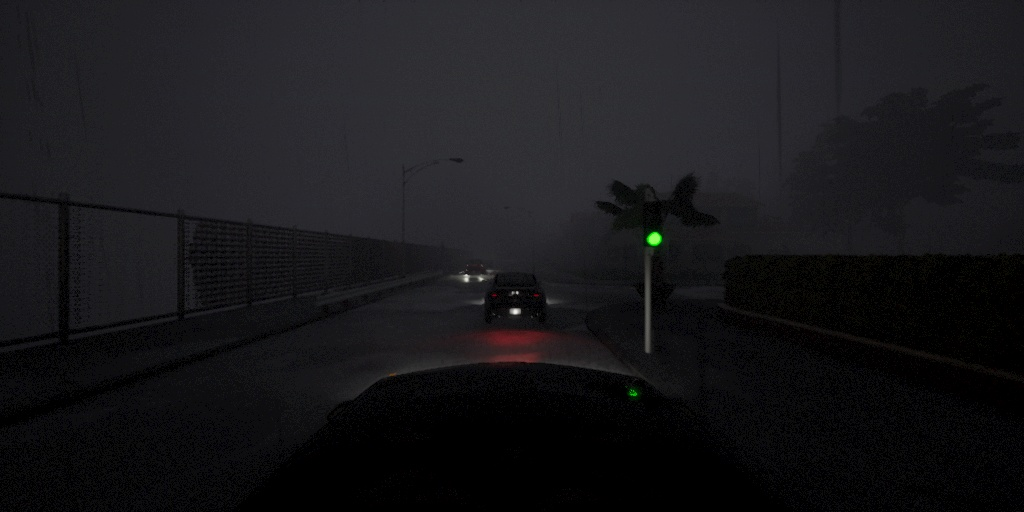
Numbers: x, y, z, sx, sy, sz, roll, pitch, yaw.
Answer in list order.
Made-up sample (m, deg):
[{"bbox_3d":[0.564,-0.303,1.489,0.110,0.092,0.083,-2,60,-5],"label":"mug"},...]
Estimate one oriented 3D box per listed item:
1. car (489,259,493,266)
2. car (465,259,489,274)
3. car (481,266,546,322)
[{"bbox_3d":[-4.041,1.276,57.043,2.128,1.511,4.902,0,0,0],"label":"car"},{"bbox_3d":[-4.079,1.128,40.693,2.097,1.767,4.553,0,0,0],"label":"car"},{"bbox_3d":[0.100,1.262,12.266,1.837,1.490,4.892,0,0,0],"label":"car"}]
